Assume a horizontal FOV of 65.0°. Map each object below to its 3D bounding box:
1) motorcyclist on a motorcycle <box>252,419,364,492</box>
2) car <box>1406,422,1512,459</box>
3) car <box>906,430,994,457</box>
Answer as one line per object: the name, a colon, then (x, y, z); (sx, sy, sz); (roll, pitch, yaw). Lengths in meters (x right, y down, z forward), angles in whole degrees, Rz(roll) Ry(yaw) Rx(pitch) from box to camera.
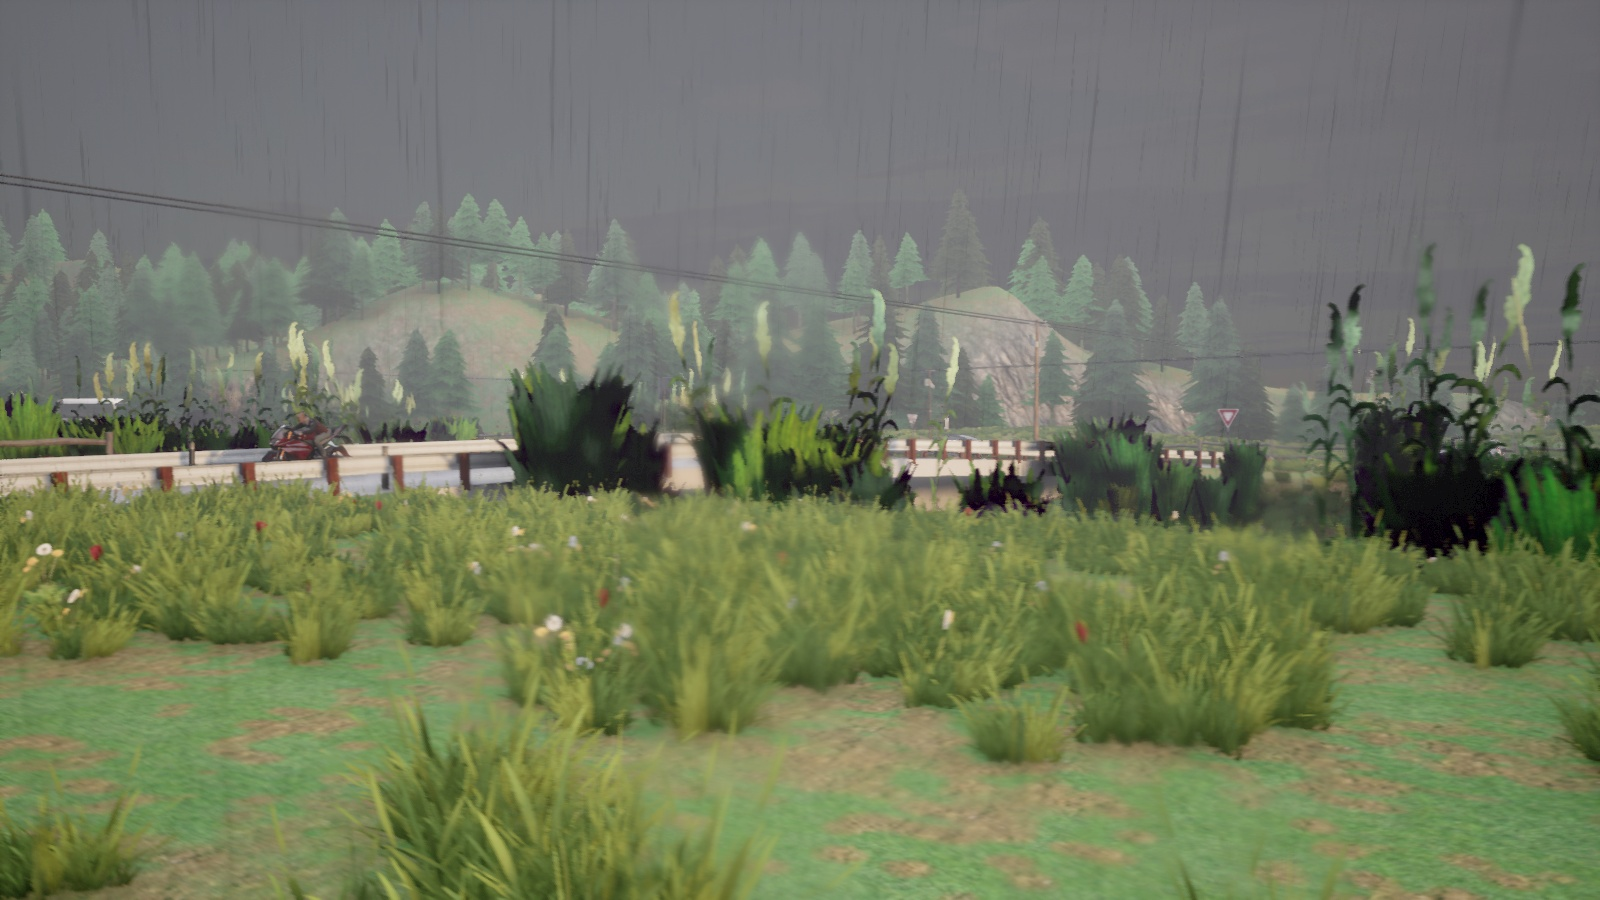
motorcyclist on a motorcycle: (-11.367, 0.102, 29.082); (0.866, 1.530, 2.191); (0, 4, 39)
car: (30.193, -0.430, 57.585); (3.988, 1.617, 1.851); (0, 1, 40)
car: (8.943, -0.400, 75.327); (5.008, 1.535, 1.882); (0, 1, 40)
